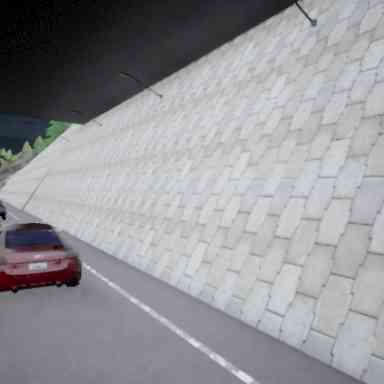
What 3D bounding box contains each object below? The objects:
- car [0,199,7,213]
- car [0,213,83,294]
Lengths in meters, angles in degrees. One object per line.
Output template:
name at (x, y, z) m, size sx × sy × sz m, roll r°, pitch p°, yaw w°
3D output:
car at (-14.318, 1.162, 23.653) m, size 2.033 × 1.411 × 5.357 m, roll 1°, pitch 0°, yaw -34°
car at (-4.223, 1.445, 8.419) m, size 1.994 × 1.385 × 4.181 m, roll 1°, pitch 0°, yaw -33°
